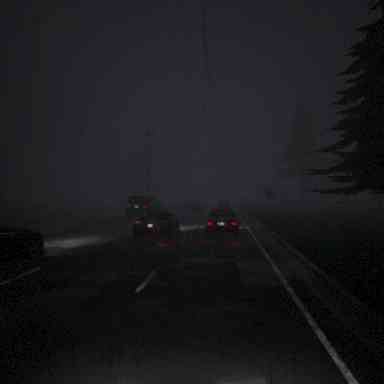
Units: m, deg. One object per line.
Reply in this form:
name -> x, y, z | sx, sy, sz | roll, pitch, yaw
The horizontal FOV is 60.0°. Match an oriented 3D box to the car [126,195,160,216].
car -> -4.274, 1.325, 29.824 | 2.150, 2.045, 5.566 | 0, 0, 6

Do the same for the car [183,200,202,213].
car -> 0.092, 1.626, 38.600 | 1.882, 1.535, 5.008 | 0, 0, 6

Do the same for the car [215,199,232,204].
car -> 3.892, 1.675, 41.547 | 1.837, 1.490, 4.892 | 0, 0, 6

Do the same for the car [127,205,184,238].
car -> -1.856, 1.630, 18.308 | 1.994, 1.385, 4.181 | 0, 0, 5

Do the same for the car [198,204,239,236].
car -> 1.704, 1.625, 18.844 | 2.033, 1.411, 5.357 | 0, 0, 5

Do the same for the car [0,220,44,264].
car -> -6.161, 1.513, 9.565 | 2.128, 1.511, 4.902 | 0, 0, 5
